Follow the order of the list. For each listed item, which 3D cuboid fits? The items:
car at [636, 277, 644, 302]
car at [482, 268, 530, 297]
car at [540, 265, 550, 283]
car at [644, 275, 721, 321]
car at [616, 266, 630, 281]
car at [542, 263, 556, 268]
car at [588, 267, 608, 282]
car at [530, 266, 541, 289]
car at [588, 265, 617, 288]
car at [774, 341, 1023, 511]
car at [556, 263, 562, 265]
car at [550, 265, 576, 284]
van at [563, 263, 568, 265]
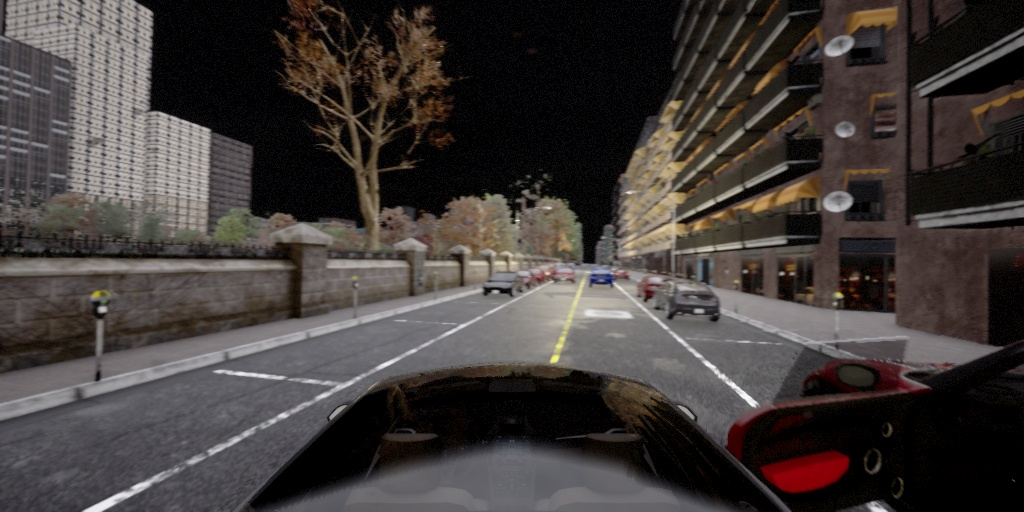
[{"bbox_3d":[7.777,1.700,19.371,1.888,1.381,4.507,0,0,12],"label":"car"},{"bbox_3d":[-0.410,1.572,21.153,1.948,1.339,4.313,0,0,12],"label":"car"},{"bbox_3d":[1.980,1.754,32.153,1.888,1.381,4.507,0,0,12],"label":"car"},{"bbox_3d":[6.581,1.605,13.870,2.007,1.370,4.403,0,0,12],"label":"car"},{"bbox_3d":[12.557,2.154,41.371,1.802,1.307,4.207,0,0,12],"label":"car"},{"bbox_3d":[3.175,1.755,37.652,1.967,1.591,4.097,0,0,12],"label":"car"},{"bbox_3d":[9.759,2.052,40.887,2.033,1.411,5.357,1,-1,13],"label":"car"},{"bbox_3d":[0.785,1.688,26.655,1.802,1.307,4.207,0,0,12],"label":"car"},{"bbox_3d":[7.382,1.767,29.830,1.882,1.535,5.008,1,-1,13],"label":"car"},{"bbox_3d":[3.658,1.180,1.761,2.097,1.767,4.553,1,-1,12],"label":"car"},{"bbox_3d":[4.369,1.738,43.153,2.192,1.841,5.009,0,0,12],"label":"car"},{"bbox_3d":[4.979,1.817,33.509,1.812,1.442,4.674,1,-1,13],"label":"car"},{"bbox_3d":[7.955,2.089,59.657,1.690,1.789,3.998,0,0,12],"label":"van"}]
